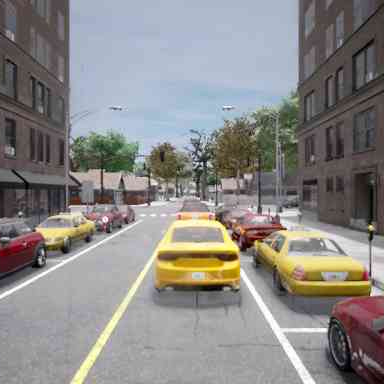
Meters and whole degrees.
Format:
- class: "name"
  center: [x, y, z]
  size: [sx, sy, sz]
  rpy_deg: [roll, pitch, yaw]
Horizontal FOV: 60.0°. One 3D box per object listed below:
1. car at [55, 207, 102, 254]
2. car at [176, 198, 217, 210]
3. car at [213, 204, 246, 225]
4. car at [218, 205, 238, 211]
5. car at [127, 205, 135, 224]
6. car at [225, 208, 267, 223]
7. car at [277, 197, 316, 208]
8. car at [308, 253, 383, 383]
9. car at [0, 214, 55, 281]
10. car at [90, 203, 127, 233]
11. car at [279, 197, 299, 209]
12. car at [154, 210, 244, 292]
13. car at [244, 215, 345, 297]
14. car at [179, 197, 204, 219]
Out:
- class: "car"
  center: [-5.347, 1.544, 13.702]
  size: [1.752, 1.417, 4.829]
  rpy_deg: [0, 0, 0]
- class: "car"
  center: [0.160, 1.379, 19.156]
  size: [2.097, 1.767, 4.553]
  rpy_deg: [0, 0, 0]
- class: "car"
  center: [2.713, 1.603, 24.886]
  size: [1.947, 1.339, 4.313]
  rpy_deg: [0, 0, 0]
- class: "car"
  center: [2.696, 1.610, 19.368]
  size: [1.802, 1.307, 4.206]
  rpy_deg: [0, 0, 0]
- class: "car"
  center: [-5.312, 1.619, 24.910]
  size: [1.802, 1.307, 4.206]
  rpy_deg: [0, 0, 0]
- class: "car"
  center: [2.678, 1.564, 13.850]
  size: [1.887, 1.381, 4.507]
  rpy_deg: [0, 0, 0]
- class: "car"
  center: [14.981, 1.467, 47.822]
  size: [4.902, 1.511, 2.128]
  rpy_deg: [0, 0, 0]
- class: "car"
  center: [2.644, 1.585, 2.813]
  size: [1.802, 1.307, 4.206]
  rpy_deg: [0, 0, 0]
- class: "car"
  center: [-5.364, 1.451, 8.353]
  size: [1.967, 1.590, 4.097]
  rpy_deg: [0, 0, 0]
- class: "car"
  center: [-5.329, 1.468, 19.391]
  size: [1.967, 1.590, 4.097]
  rpy_deg: [0, 0, 0]
- class: "car"
  center: [14.395, 1.501, 44.564]
  size: [4.674, 1.442, 1.812]
  rpy_deg: [0, 0, 2]
- class: "car"
  center: [0.130, 1.489, 9.034]
  size: [1.882, 1.535, 5.008]
  rpy_deg: [0, 0, 0]
- class: "car"
  center: [2.661, 1.536, 8.502]
  size: [1.752, 1.417, 4.829]
  rpy_deg: [0, 0, 0]
- class: "car"
  center: [-0.109, 1.398, 30.620]
  size: [2.097, 1.767, 4.553]
  rpy_deg: [0, 0, -3]
